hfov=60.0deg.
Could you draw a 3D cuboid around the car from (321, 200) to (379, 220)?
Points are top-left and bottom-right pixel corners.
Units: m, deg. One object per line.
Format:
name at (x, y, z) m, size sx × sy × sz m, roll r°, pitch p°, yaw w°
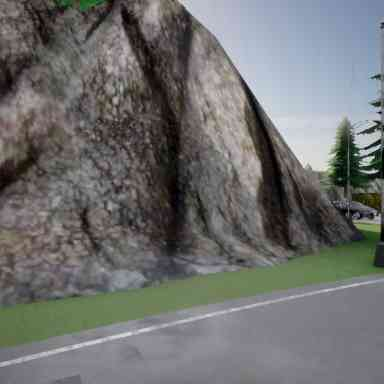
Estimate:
car at (13.420, 1.492, 28.473) m, size 2.128 × 1.511 × 4.902 m, roll 0°, pitch 0°, yaw -25°
